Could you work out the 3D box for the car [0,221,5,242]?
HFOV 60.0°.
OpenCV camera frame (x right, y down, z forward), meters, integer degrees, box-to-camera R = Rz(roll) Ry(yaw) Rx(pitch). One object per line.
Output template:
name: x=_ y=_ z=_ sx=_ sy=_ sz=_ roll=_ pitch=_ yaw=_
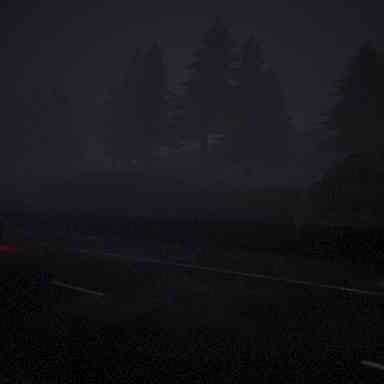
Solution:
car: x=-10.954 y=1.690 z=16.124 sx=4.892 sy=1.490 sz=1.837 roll=-1 pitch=0 yaw=36
